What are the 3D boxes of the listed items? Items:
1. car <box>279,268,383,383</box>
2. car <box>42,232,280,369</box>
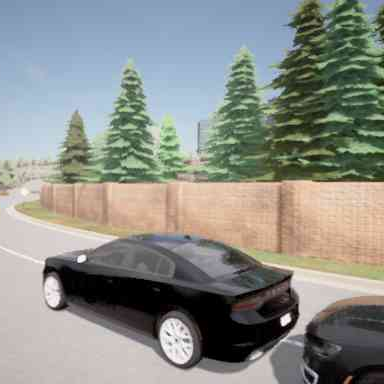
[{"bbox_3d":[3.423,1.540,2.668,4.892,1.490,1.837,1,0,35],"label":"car"},{"bbox_3d":[-0.731,1.437,5.812,5.008,1.535,1.882,1,0,39],"label":"car"}]
